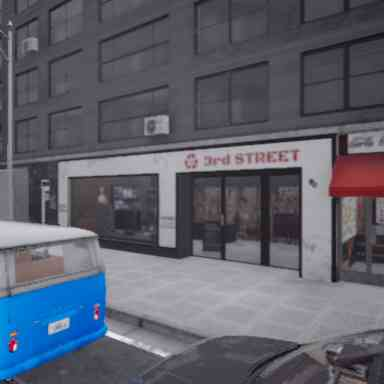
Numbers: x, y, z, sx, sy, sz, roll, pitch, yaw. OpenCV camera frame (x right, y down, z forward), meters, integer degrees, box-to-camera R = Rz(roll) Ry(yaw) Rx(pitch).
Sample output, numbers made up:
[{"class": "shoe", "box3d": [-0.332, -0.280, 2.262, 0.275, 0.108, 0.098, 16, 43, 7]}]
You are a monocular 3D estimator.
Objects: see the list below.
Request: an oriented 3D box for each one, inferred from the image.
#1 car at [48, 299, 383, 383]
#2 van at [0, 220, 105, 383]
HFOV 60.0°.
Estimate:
[{"class": "car", "box3d": [1.416, 1.551, 1.799, 4.403, 1.369, 2.008, 0, 0, 35]}, {"class": "van", "box3d": [-3.070, 1.340, 4.999, 3.998, 1.788, 1.690, 0, 0, 35]}]
